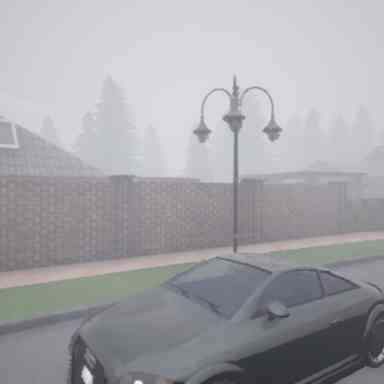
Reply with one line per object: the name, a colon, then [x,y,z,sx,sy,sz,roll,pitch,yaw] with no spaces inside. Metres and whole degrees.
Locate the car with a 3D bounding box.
car: [0.690,1.535,4.188,4.181,1.385,1.994,0,0,-34]
